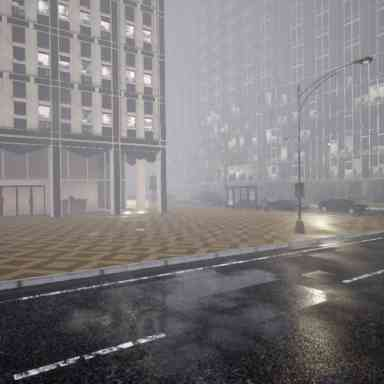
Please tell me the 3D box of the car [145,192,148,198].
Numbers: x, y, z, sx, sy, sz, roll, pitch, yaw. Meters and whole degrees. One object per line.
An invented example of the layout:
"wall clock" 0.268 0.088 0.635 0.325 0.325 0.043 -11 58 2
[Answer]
"car" -8.417 0.615 77.171 2.192 1.841 5.009 0 1 -34

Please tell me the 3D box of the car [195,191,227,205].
"car" 3.254 0.887 49.897 2.150 2.045 5.566 -1 1 -35

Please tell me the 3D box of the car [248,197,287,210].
"car" 9.269 1.363 41.118 1.895 1.301 4.718 -1 1 -34

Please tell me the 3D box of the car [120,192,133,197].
"car" -18.056 0.688 91.238 2.008 1.369 4.403 0 1 -34

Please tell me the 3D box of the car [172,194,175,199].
"car" -5.203 0.936 72.487 1.802 1.307 4.206 0 1 -34

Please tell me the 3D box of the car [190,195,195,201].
"car" 1.224 1.043 63.110 1.802 1.307 4.206 0 1 -34

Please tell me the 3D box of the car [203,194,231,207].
"car" 3.906 1.319 44.281 1.947 1.339 4.313 0 1 -34

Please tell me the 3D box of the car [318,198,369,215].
"car" 14.877 1.358 32.913 1.837 1.490 4.892 -1 1 -34

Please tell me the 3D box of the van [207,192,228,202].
"van" 4.436 0.855 58.419 1.690 1.788 3.998 0 1 -34

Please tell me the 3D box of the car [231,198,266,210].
"car" 7.071 1.388 39.561 1.802 1.307 4.206 0 1 -34

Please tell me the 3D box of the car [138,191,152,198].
"car" -11.630 0.686 81.861 1.967 1.590 4.097 0 1 -34

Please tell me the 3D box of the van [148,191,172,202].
"van" -5.689 0.937 58.371 1.690 1.788 3.998 0 1 -34

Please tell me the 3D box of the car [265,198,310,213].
"car" 10.270 1.424 34.860 1.947 1.339 4.313 0 1 -34

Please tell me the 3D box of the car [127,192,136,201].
"car" -12.116 1.039 67.750 2.008 1.369 4.403 0 1 -34
